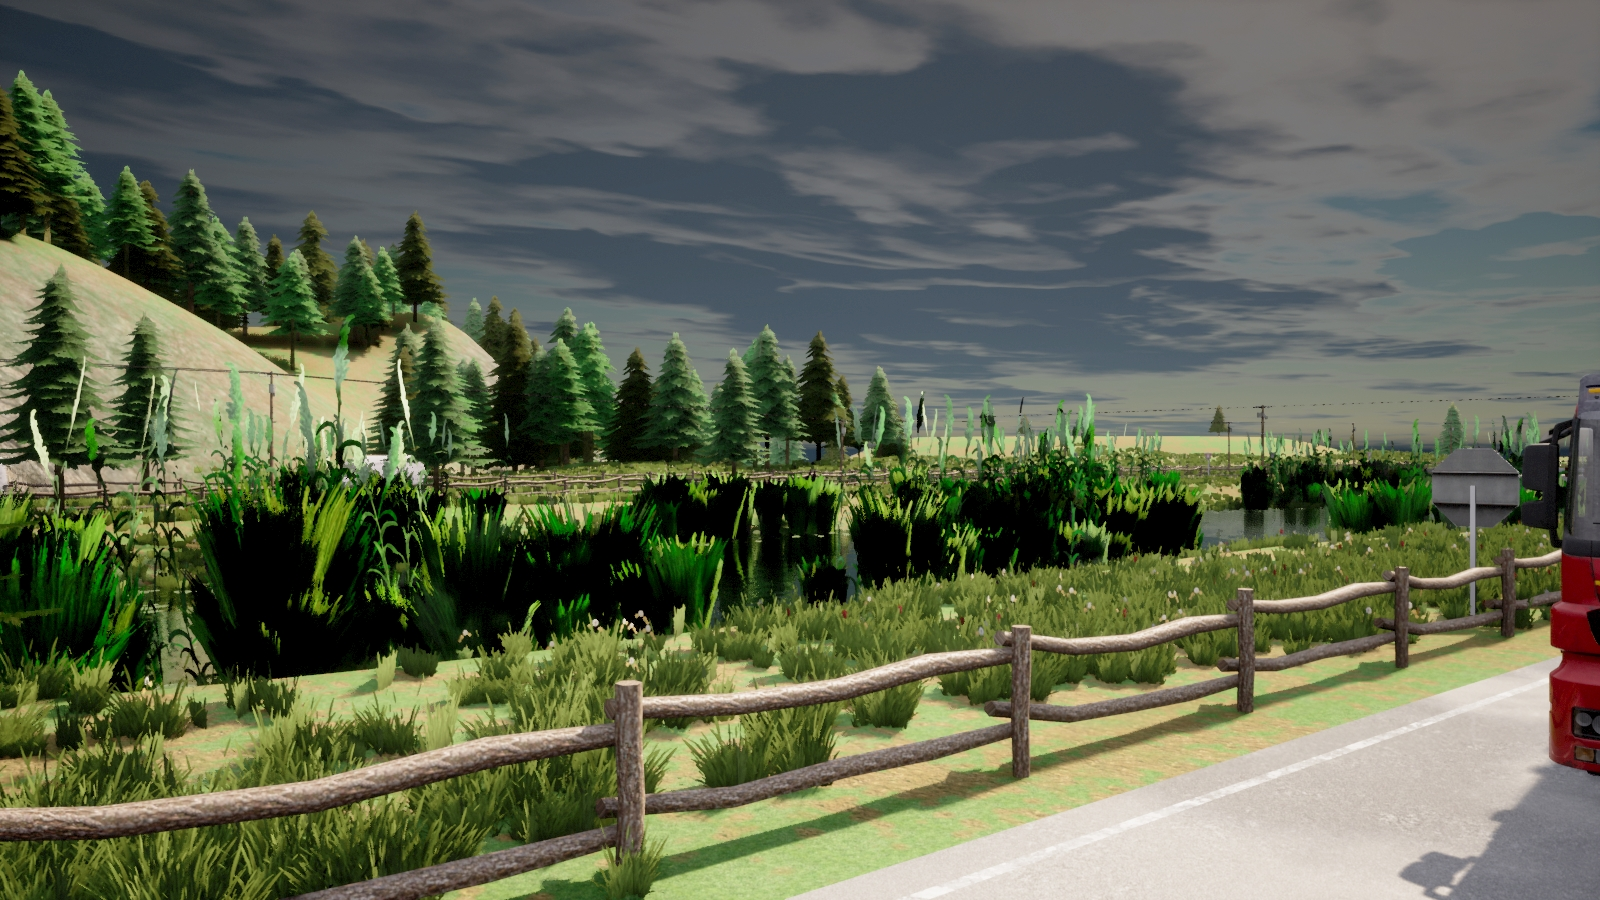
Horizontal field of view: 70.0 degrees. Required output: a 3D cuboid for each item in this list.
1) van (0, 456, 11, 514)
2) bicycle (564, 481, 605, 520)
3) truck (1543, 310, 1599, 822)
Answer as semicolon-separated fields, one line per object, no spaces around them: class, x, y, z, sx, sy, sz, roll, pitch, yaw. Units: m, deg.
van;-37.910;1.535;49.444;1.988;2.561;5.915;0;0;42
bicycle;-8.615;2.029;45.764;1.643;1.496;0.373;0;0;-43
truck;9.607;0.862;10.982;2.891;3.827;8.468;0;0;42
